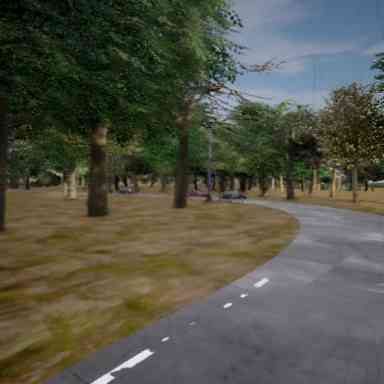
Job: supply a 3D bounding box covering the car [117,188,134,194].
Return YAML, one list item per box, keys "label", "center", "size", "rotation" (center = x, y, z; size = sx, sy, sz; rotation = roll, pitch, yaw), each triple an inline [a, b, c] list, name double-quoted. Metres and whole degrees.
- label: "car"
  center: [-14.914, -0.236, 74.502]
  size: [4.902, 1.511, 2.128]
  rotation: [1, 1, 43]

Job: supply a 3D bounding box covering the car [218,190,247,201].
- label: "car"
  center: [5.598, 0.484, 46.494]
  size: [2.033, 1.411, 5.357]
  rotation: [1, 1, -23]

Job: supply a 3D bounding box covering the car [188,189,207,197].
- label: "car"
  center: [0.732, 0.215, 59.514]
  size: [1.994, 1.385, 4.181]
  rotation: [0, 1, -42]
